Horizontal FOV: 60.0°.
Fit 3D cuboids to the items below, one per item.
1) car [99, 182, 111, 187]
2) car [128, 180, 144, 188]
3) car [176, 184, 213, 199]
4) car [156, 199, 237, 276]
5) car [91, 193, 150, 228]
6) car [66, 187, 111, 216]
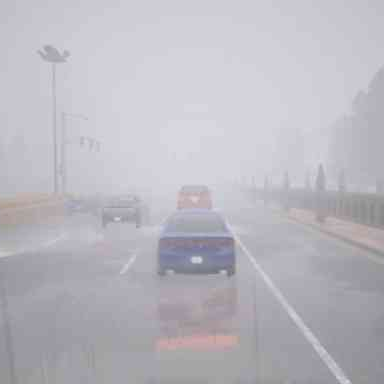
[{"bbox_3d":[-20.586,-1.493,78.961,1.837,1.490,4.892,0,2,0],"label":"car"},{"bbox_3d":[-13.587,-1.758,78.700,2.150,2.045,5.566,0,2,0],"label":"car"},{"bbox_3d":[0.167,0.474,21.649,2.150,2.045,5.566,0,2,0],"label":"car"},{"bbox_3d":[0.113,1.204,9.548,1.882,1.535,5.008,0,2,0],"label":"car"},{"bbox_3d":[-3.352,0.908,17.442,2.128,1.511,4.902,0,2,0],"label":"car"},{"bbox_3d":[-6.824,0.694,22.561,1.882,1.535,5.008,0,2,0],"label":"car"}]
